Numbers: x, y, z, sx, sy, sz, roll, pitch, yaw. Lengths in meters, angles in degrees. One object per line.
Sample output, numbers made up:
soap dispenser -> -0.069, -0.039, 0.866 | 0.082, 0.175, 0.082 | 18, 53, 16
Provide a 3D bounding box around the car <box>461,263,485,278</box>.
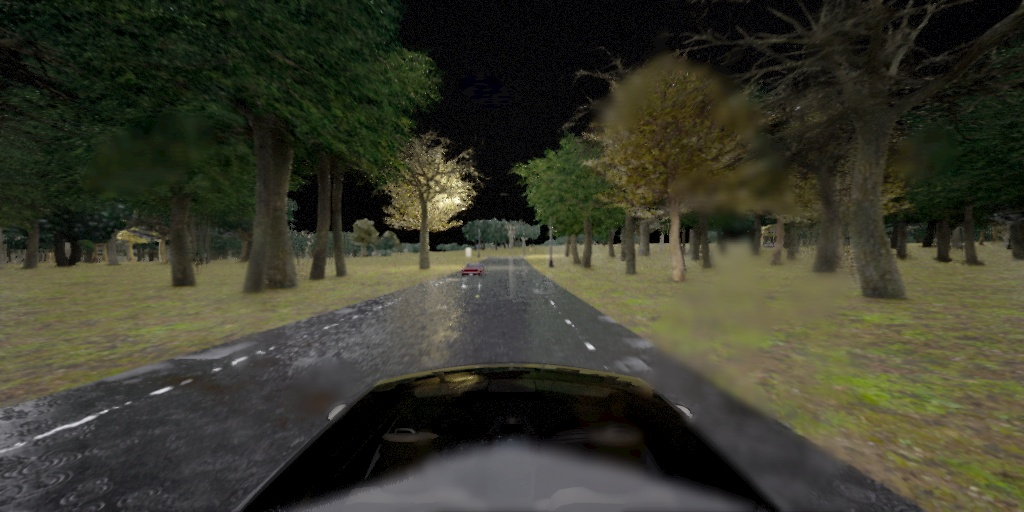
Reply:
car -> -3.592, 1.307, 33.741 | 1.895, 1.301, 4.718 | 0, 0, 0
